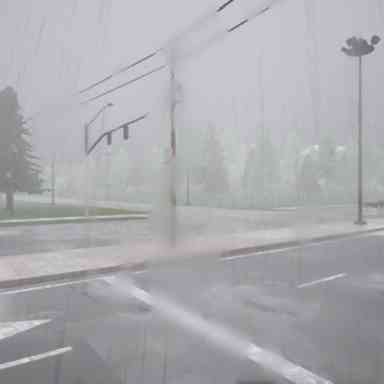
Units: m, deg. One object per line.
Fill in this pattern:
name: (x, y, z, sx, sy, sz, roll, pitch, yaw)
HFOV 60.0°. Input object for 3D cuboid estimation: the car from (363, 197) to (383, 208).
car: (25.966, 1.444, 46.642, 5.008, 1.535, 1.882, 0, 0, -35)
